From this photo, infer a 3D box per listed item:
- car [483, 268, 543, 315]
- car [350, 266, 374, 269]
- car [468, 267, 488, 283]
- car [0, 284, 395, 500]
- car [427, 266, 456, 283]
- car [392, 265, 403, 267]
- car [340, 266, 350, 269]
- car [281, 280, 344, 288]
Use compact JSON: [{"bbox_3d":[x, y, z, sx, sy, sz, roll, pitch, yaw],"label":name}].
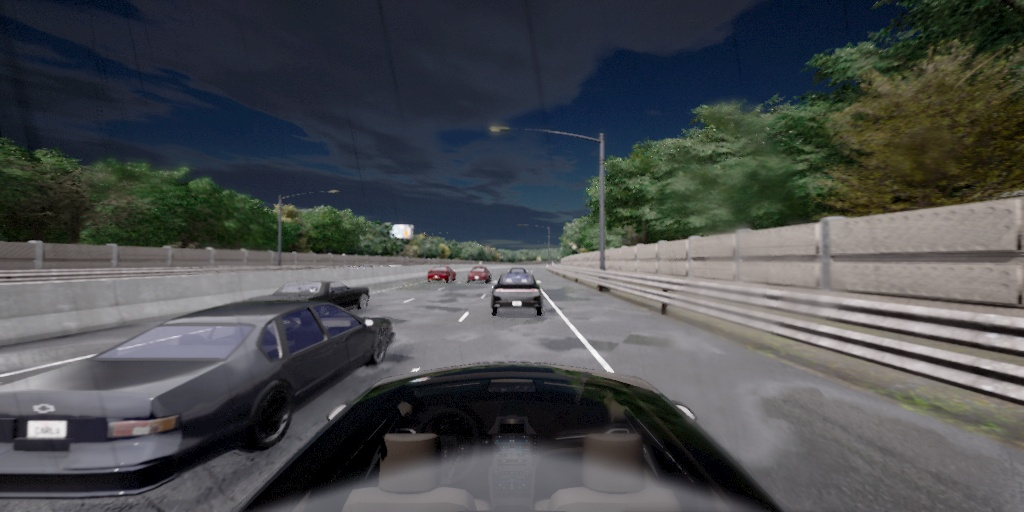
[{"bbox_3d":[0.193,1.413,14.442,2.128,1.511,4.902,0,-1,1],"label":"car"},{"bbox_3d":[-20.020,2.027,49.609,1.994,1.385,4.181,0,-1,3],"label":"car"},{"bbox_3d":[-2.951,1.720,33.002,1.812,1.442,4.674,0,-1,2],"label":"car"},{"bbox_3d":[-3.385,1.343,5.128,2.033,1.411,5.357,0,-1,0],"label":"car"},{"bbox_3d":[-6.439,1.674,33.343,1.882,1.535,5.008,0,-1,2],"label":"car"},{"bbox_3d":[-16.428,2.032,51.401,1.812,1.442,4.674,0,-1,3],"label":"car"},{"bbox_3d":[-23.449,2.087,51.135,1.895,1.301,4.718,0,-1,3],"label":"car"},{"bbox_3d":[-6.827,1.497,12.809,1.895,1.301,4.718,0,-1,1],"label":"car"}]
